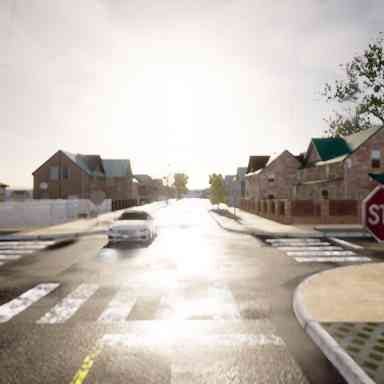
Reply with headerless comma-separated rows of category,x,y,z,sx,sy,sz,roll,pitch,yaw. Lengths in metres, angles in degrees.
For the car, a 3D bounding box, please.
car,-2.729,1.579,16.101,1.812,1.442,4.674,0,0,0
